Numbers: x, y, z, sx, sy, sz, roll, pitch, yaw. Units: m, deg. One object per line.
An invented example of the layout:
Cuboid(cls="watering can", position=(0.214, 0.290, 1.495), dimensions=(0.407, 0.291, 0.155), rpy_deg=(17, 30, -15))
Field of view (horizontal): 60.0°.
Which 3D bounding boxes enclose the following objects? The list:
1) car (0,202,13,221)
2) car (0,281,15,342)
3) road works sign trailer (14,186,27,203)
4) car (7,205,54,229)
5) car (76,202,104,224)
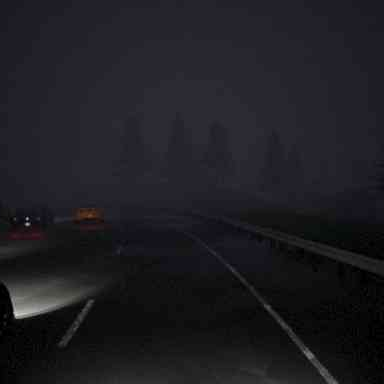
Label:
Cuboid(cls="car", position=(-15.891, 1.535, 27.426), dimensions=(1.882, 1.535, 5.008), rpy_deg=(0, 0, -21))
Cuboid(cls="car", position=(-3.779, 1.578, 3.658), dimensions=(1.994, 1.385, 4.181), rpy_deg=(0, 0, -3))
Cuboid(cls="road works sign trailer", position=(-37.765, 0.599, 72.476), dimensions=(2.880, 3.560, 2.380), rpy_deg=(0, 0, 32))
Cuboid(cls="car", position=(-10.358, 1.638, 21.914), dimensions=(1.895, 1.301, 4.718), rpy_deg=(0, 0, -15))
Cuboid(cls="car", position=(-7.857, 1.505, 25.611), dimensions=(1.882, 1.535, 5.008), rpy_deg=(0, 0, -18))
